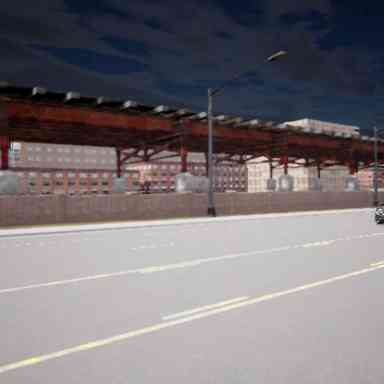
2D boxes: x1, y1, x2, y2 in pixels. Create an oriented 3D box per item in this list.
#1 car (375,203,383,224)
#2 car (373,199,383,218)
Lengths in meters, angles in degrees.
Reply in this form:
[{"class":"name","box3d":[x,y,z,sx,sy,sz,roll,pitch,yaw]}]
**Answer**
[{"class":"car","box3d":[14.704,1.328,23.163,4.553,1.767,2.097,0,0,-35]},{"class":"car","box3d":[18.563,1.447,30.136,5.008,1.535,1.882,0,0,-37]}]
